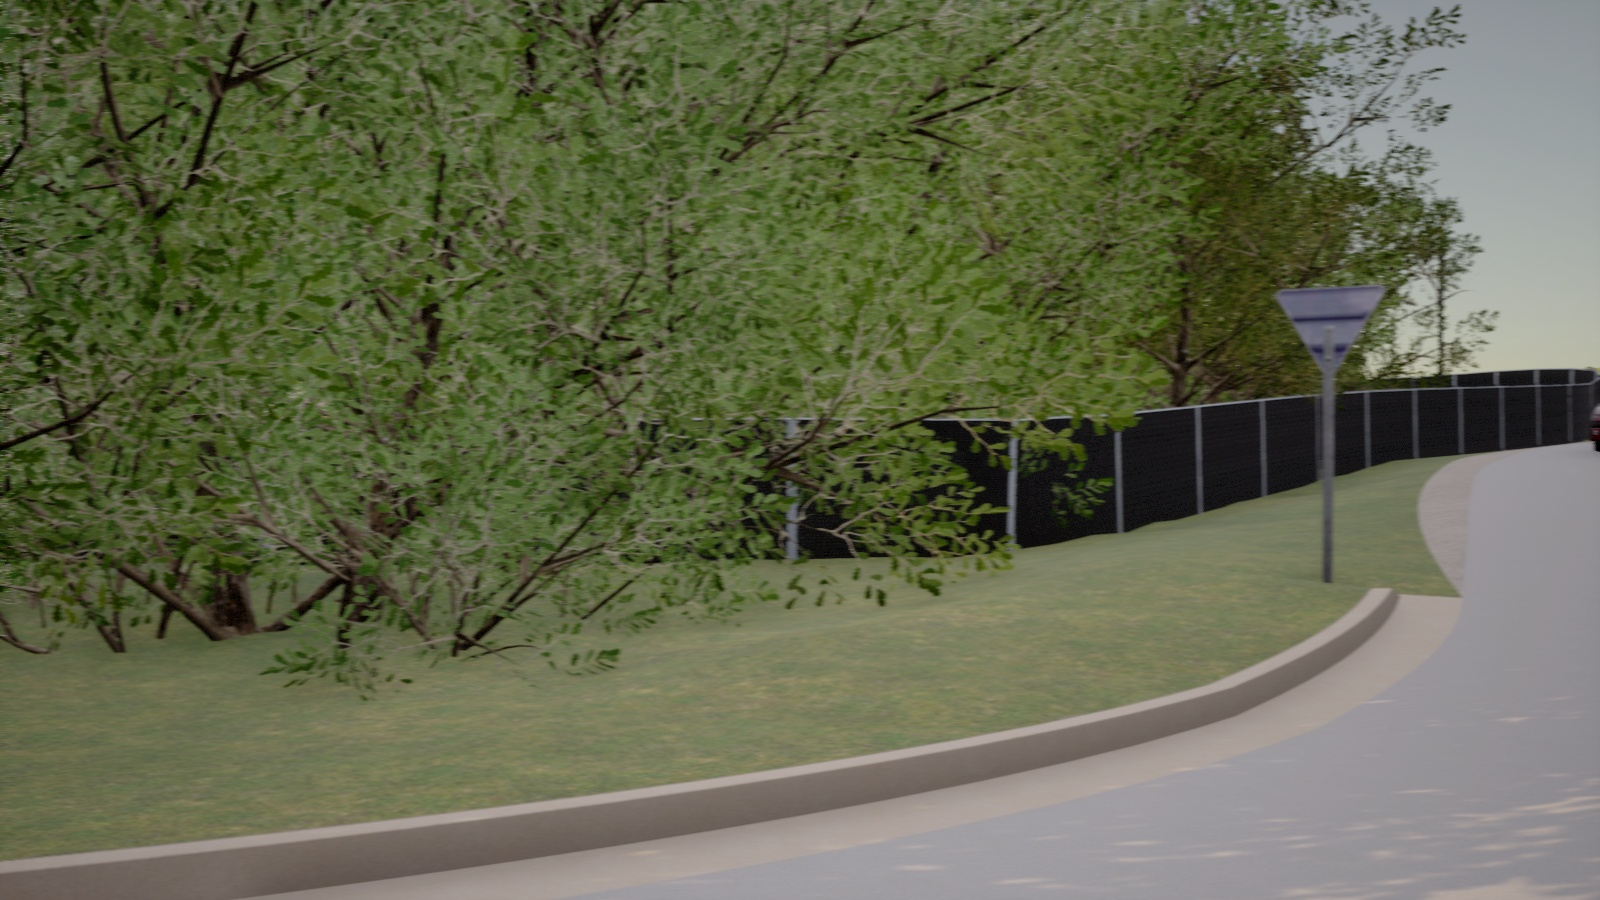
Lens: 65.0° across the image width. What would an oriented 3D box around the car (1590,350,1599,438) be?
[{"bbox_3d":[16.706,-1.152,24.005,1.851,1.617,3.988,0,3,45],"label":"car"}]
